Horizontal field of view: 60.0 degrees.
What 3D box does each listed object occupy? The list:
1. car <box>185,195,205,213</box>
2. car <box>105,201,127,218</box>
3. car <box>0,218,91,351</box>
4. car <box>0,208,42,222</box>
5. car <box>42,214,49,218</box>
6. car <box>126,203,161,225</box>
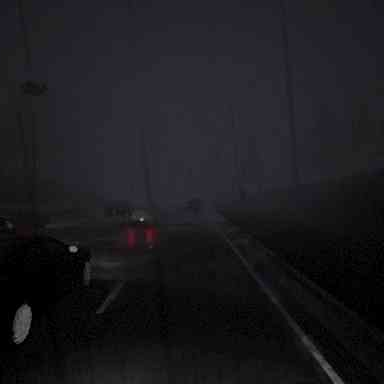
[{"bbox_3d":[0.258,1.568,40.933,2.097,1.767,4.553,0,0,1],"label":"car"},{"bbox_3d":[-6.895,1.646,32.011,1.882,1.535,5.008,0,0,0],"label":"car"},{"bbox_3d":[-3.401,1.511,6.258,1.882,1.535,5.008,0,0,0],"label":"car"},{"bbox_3d":[-6.903,1.407,10.489,2.097,1.767,4.553,0,0,0],"label":"car"},{"bbox_3d":[-10.409,1.651,19.851,2.033,1.411,5.357,0,0,0],"label":"car"},{"bbox_3d":[-3.411,1.657,24.906,1.812,1.442,4.674,0,0,0],"label":"car"}]
